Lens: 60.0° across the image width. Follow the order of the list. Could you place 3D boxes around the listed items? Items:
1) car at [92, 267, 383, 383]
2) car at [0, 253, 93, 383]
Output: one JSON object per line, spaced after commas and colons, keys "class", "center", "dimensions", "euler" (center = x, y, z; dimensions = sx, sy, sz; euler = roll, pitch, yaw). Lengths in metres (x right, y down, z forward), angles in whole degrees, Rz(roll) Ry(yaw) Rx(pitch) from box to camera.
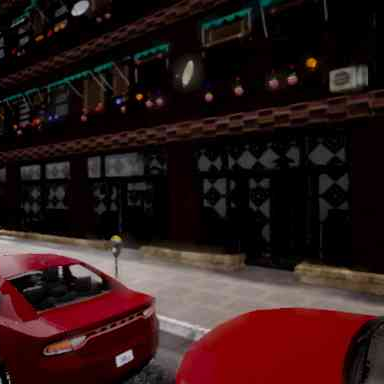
{"class": "car", "center": [2.102, 1.315, 1.388], "dimensions": [5.009, 1.841, 2.192], "euler": [0, -1, 36]}
{"class": "car", "center": [-2.498, 1.544, 4.666], "dimensions": [4.507, 1.381, 1.887], "euler": [0, -1, 36]}
